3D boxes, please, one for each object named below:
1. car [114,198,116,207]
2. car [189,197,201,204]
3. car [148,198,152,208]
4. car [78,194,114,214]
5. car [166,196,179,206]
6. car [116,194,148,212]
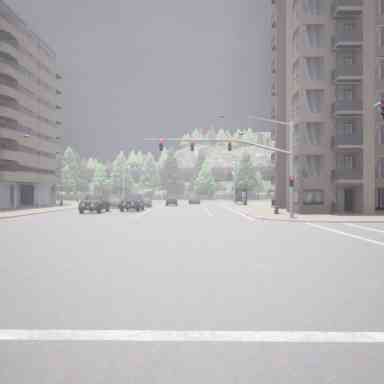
[{"bbox_3d":[-10.489,1.526,45.817,1.812,1.442,4.674,0,0,0],"label":"car"},{"bbox_3d":[0.476,1.564,61.497,1.994,1.385,4.181,0,0,5],"label":"car"},{"bbox_3d":[-6.974,1.526,48.947,1.812,1.442,4.674,0,0,0],"label":"car"},{"bbox_3d":[-10.517,1.221,36.213,2.150,2.045,5.566,0,0,0],"label":"car"},{"bbox_3d":[-3.286,1.505,54.671,1.837,1.490,4.892,0,0,0],"label":"car"},{"bbox_3d":[-7.009,1.221,39.418,2.150,2.045,5.566,0,0,0],"label":"car"}]
